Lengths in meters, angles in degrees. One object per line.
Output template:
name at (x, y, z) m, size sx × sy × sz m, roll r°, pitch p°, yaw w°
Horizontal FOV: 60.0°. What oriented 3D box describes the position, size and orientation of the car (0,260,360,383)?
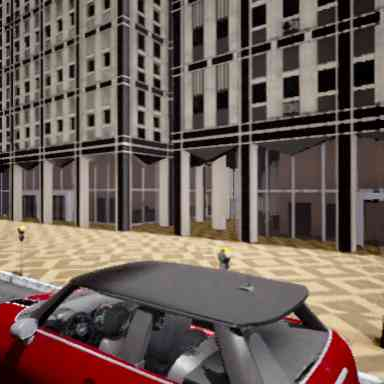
car at (-0.621, 1.439, 3.322) m, size 4.097 × 1.590 × 1.967 m, roll 0°, pitch 0°, yaw 36°
